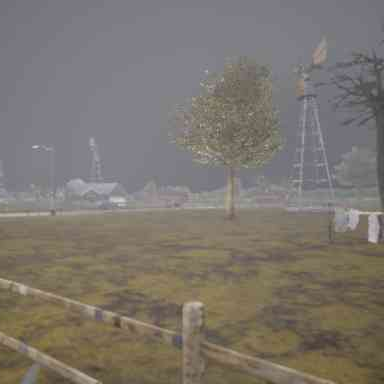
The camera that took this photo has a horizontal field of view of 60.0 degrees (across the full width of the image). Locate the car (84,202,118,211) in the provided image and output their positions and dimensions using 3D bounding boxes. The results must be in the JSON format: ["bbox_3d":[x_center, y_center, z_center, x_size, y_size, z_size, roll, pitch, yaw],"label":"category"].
[{"bbox_3d":[-13.959,2.208,51.534,2.033,1.411,5.357,-2,-2,36],"label":"car"}]

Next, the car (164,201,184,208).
[{"bbox_3d":[-3.460,2.535,66.052,1.837,1.490,4.892,-2,-2,36],"label":"car"}]
